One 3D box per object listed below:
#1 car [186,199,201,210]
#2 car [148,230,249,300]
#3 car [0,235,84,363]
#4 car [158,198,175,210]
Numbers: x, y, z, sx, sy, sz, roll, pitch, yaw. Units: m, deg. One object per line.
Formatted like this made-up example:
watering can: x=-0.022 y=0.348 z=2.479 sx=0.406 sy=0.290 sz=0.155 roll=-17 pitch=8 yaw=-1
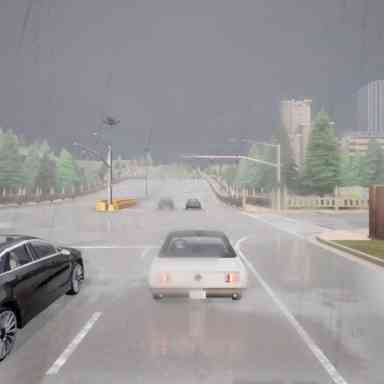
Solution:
car: x=0.181 y=1.564 z=43.811 sx=1.994 sy=1.385 sz=4.181 roll=0 pitch=0 yaw=0
car: x=0.114 y=1.601 z=8.331 sx=1.895 sy=1.301 sz=4.718 roll=0 pitch=0 yaw=0
car: x=-3.389 y=1.492 z=5.796 sx=2.128 sy=1.511 sz=4.902 roll=0 pitch=0 yaw=0
car: x=-3.322 y=1.505 z=43.697 sx=1.837 sy=1.490 sz=4.892 roll=0 pitch=0 yaw=0
